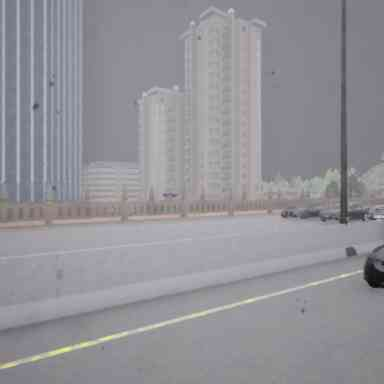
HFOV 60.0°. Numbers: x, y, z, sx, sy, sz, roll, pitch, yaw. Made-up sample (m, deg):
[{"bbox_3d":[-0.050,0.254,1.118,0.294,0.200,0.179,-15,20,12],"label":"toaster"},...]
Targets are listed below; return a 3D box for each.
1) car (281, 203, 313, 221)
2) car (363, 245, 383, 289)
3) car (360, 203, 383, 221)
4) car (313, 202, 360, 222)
[{"bbox_3d":[9.397,1.588,27.902,4.181,1.385,1.994,0,0,-35],"label":"car"},{"bbox_3d":[5.998,1.569,8.031,4.181,1.385,1.994,0,0,-36],"label":"car"},{"bbox_3d":[13.846,1.517,22.478,4.902,1.511,2.128,0,0,-35],"label":"car"},{"bbox_3d":[11.624,1.529,25.192,4.892,1.490,1.837,0,0,-35],"label":"car"}]
